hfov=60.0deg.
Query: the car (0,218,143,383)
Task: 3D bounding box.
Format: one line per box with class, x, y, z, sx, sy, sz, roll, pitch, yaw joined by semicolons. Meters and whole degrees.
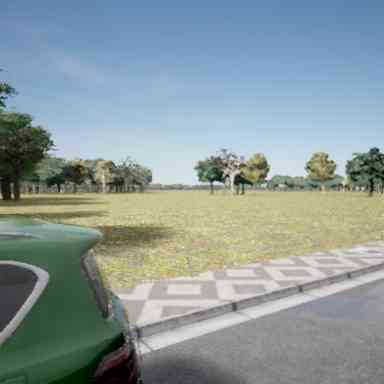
car;-2.893;1.225;1.315;5.566;2.045;2.150;0;0;-35
